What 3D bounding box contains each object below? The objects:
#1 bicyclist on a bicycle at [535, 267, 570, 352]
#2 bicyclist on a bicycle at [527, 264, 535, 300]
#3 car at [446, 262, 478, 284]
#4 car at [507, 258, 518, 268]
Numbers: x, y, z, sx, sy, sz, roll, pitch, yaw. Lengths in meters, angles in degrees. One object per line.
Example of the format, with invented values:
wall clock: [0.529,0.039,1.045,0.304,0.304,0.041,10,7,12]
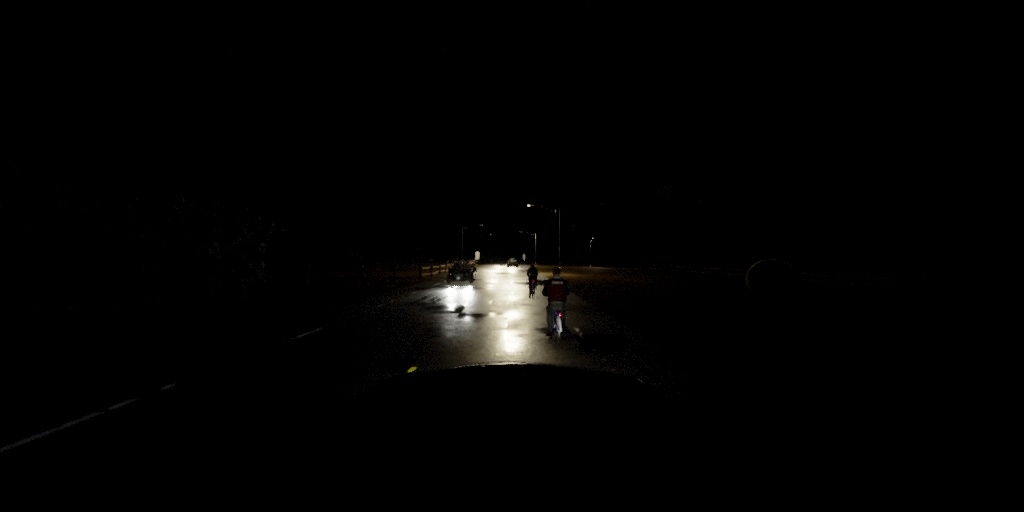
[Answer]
bicyclist on a bicycle: [0.967,1.114,8.021,0.659,1.776,1.843,0,0,0]
bicyclist on a bicycle: [0.970,1.186,16.766,0.582,1.620,1.656,0,0,0]
car: [-3.590,1.221,26.479,2.128,1.511,4.902,0,0,0]
car: [0.120,1.406,64.800,1.994,1.385,4.181,0,0,-1]
